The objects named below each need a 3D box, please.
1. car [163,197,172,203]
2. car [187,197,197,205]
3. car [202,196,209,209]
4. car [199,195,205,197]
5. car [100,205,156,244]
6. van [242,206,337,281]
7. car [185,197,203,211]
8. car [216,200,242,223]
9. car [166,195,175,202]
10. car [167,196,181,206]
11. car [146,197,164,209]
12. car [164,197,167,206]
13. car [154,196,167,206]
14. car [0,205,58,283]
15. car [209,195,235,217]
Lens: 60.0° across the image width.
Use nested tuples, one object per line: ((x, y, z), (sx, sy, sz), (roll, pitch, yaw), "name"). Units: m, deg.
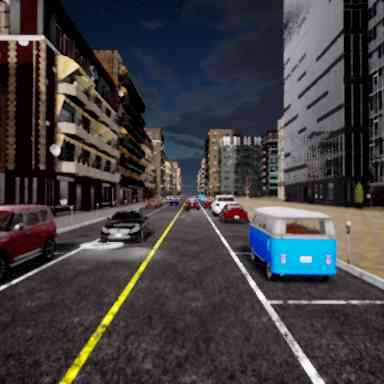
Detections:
((-5.651, 1.818, 76.580), (1.802, 1.307, 4.206), (1, 0, 0), "car")
((0.053, 1.732, 65.289), (1.812, 1.442, 4.674), (0, -1, 1), "car")
((2.720, 1.693, 48.727), (1.887, 1.381, 4.507), (1, 0, 0), "car")
((2.724, 1.734, 59.866), (2.008, 1.369, 4.403), (1, 0, 0), "car")
((-3.094, 1.574, 16.336), (1.812, 1.442, 4.674), (0, 0, 0), "car")
((2.708, 1.370, 9.740), (1.690, 1.788, 3.998), (1, 0, 0), "van")
((0.034, 1.691, 44.084), (2.033, 1.411, 5.357), (0, 0, 1), "car")
((3.158, 1.603, 25.796), (1.812, 1.442, 4.674), (0, 0, 0), "car")
((-5.649, 1.712, 87.719), (1.967, 1.590, 4.097), (1, 0, 0), "car")
((-3.028, 1.778, 58.181), (1.895, 1.301, 4.718), (0, 0, 1), "car")
((-5.661, 1.692, 48.731), (1.887, 1.381, 4.507), (1, 0, 0), "car")
((-5.659, 1.731, 54.301), (1.947, 1.339, 4.313), (1, 0, 0), "car")
((-5.655, 1.623, 59.871), (1.967, 1.590, 4.097), (1, 0, 0), "car")
((-5.672, 1.343, 9.744), (2.192, 1.841, 5.009), (1, 0, 0), "car")
((3.119, 1.327, 32.828), (2.150, 2.045, 5.566), (0, 0, 0), "car")
